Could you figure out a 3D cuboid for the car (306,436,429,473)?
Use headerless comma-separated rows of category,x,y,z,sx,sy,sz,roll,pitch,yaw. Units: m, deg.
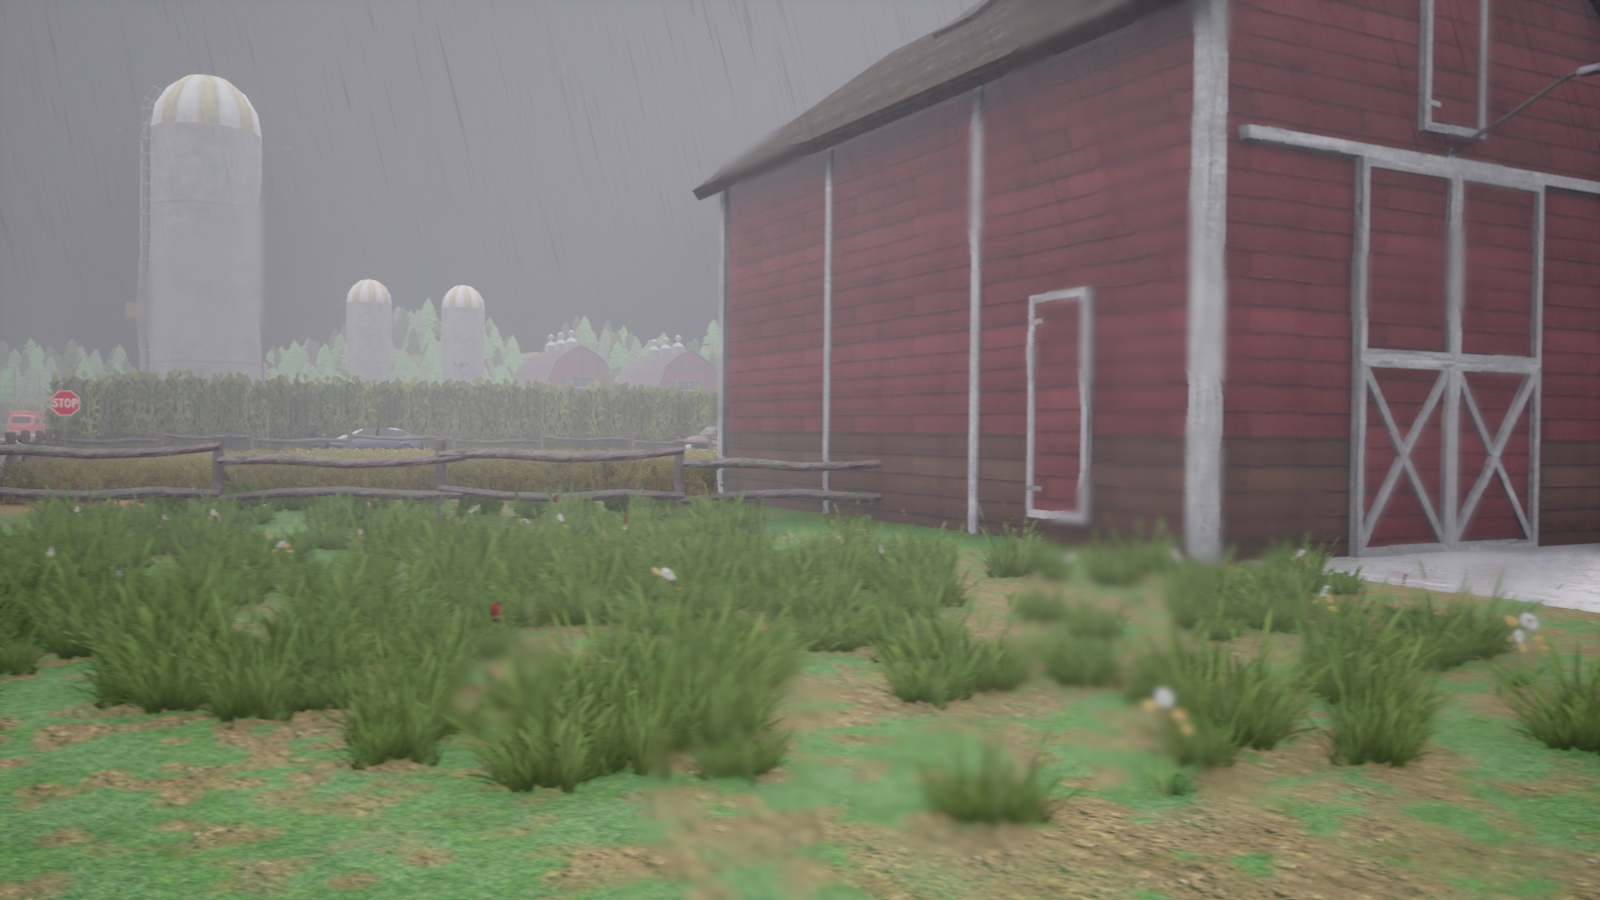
car,-18.820,0.165,54.705,4.792,1.488,2.163,-1,1,-27

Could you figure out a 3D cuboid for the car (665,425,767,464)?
car,-4.151,-0.297,62.112,4.605,1.855,1.932,-1,1,-27
